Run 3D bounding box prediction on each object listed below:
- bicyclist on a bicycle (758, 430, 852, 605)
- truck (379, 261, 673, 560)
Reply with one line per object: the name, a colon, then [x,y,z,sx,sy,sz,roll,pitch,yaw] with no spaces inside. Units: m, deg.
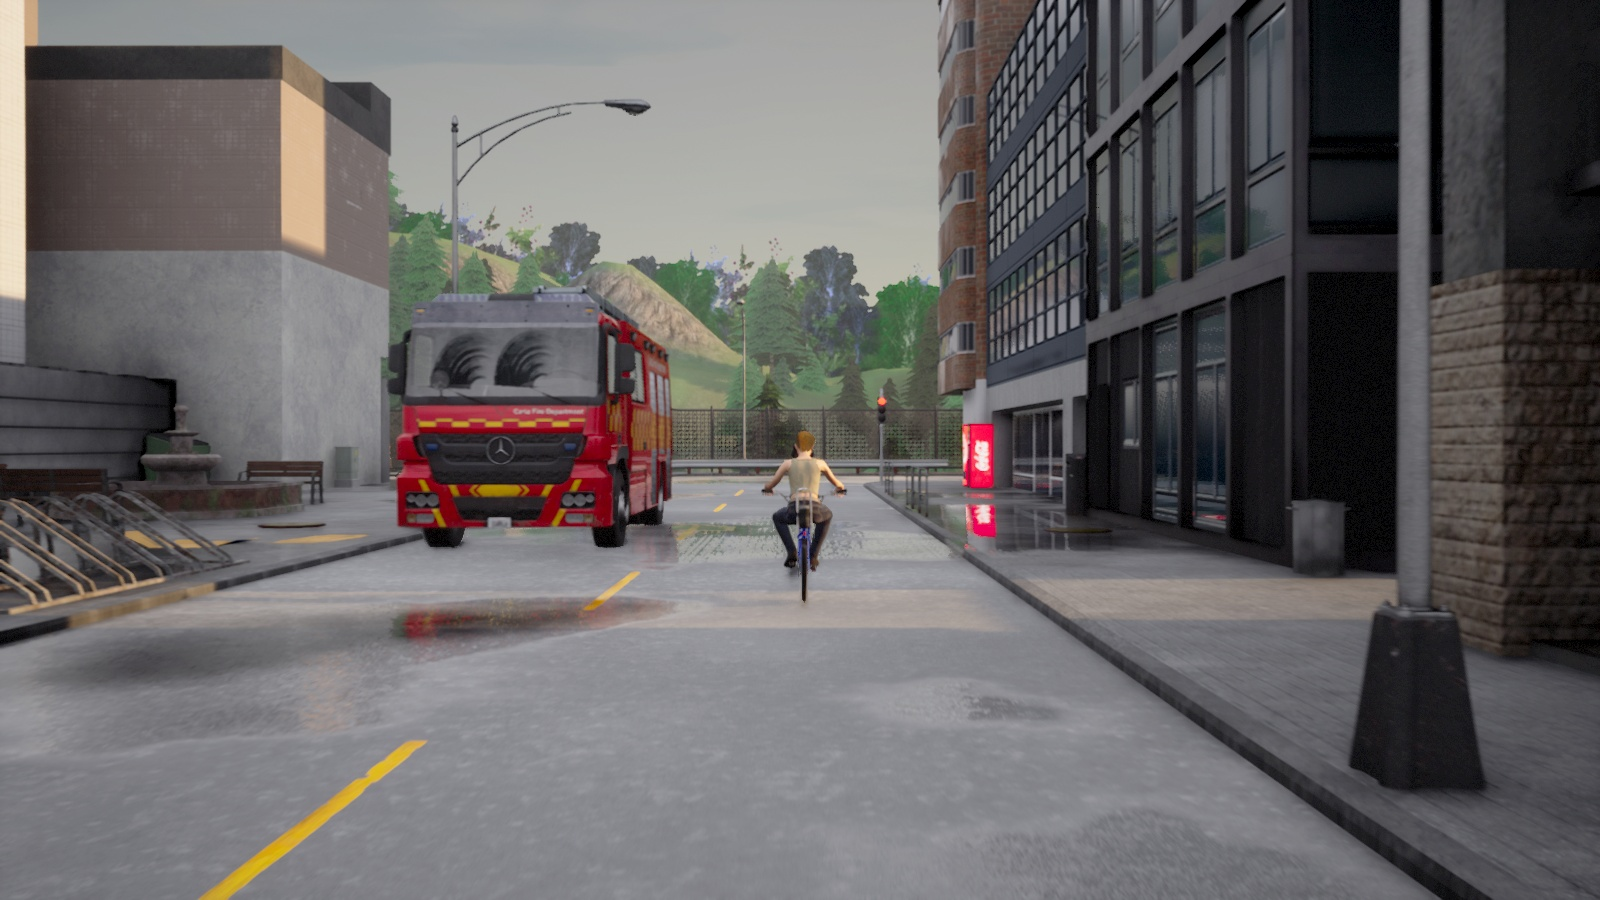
bicyclist on a bicycle: [0.045,0.619,12.307,0.866,1.612,1.509,0,0,0]
truck: [-3.931,-0.527,20.295,2.891,3.827,8.468,0,0,0]
